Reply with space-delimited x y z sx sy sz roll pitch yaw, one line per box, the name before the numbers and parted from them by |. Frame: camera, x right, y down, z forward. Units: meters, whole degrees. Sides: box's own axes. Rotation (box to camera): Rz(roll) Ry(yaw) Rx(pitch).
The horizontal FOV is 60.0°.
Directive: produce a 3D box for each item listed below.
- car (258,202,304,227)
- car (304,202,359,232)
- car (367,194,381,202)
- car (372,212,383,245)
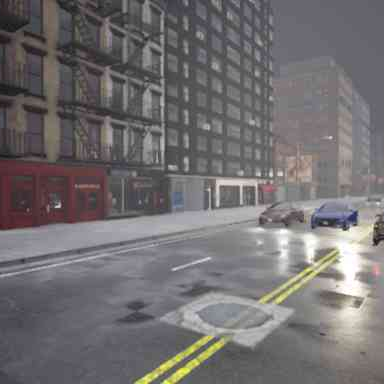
car | 5.951 1.373 21.584 1.812 1.442 4.674 0 0 35
car | 8.394 1.334 19.390 1.882 1.535 5.008 0 0 35
car | 32.205 1.086 58.668 1.812 1.442 4.674 0 0 35
car | 8.859 1.417 14.057 1.812 1.442 4.674 0 0 35
